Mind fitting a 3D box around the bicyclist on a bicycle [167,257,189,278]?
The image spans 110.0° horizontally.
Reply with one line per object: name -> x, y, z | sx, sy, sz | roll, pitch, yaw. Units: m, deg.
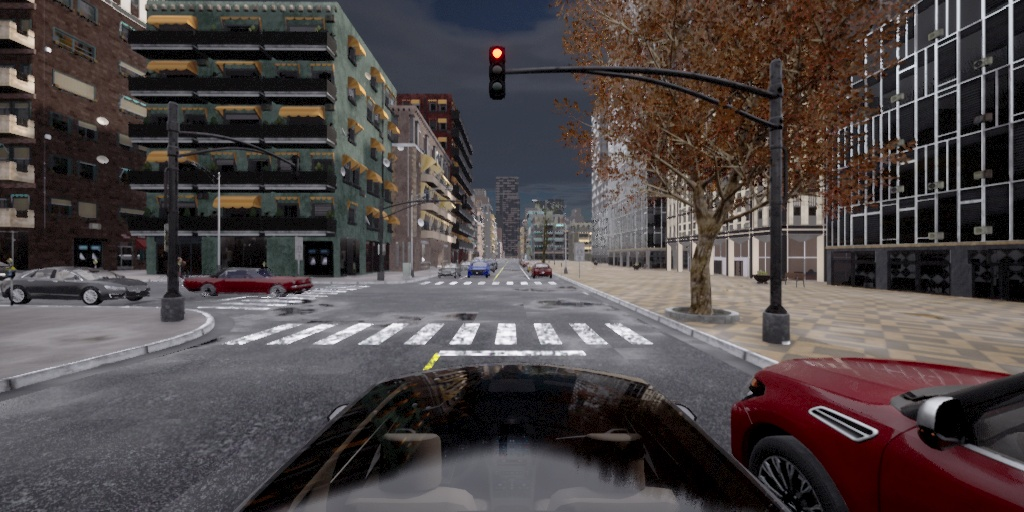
bicyclist on a bicycle -> -23.172, 0.754, 24.886 | 0.582, 1.620, 1.656 | 1, 0, -1

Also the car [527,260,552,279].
car -> 2.686, 1.297, 33.045 | 1.888, 1.381, 4.507 | 0, 0, 0

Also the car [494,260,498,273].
car -> -3.095, 1.323, 44.329 | 1.994, 1.385, 4.181 | 0, 0, 0

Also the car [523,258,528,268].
car -> 2.685, 1.284, 44.281 | 1.751, 1.417, 4.829 | 0, 0, 0

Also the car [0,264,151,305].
car -> -16.436, 1.088, 13.627 | 4.403, 1.370, 2.007 | 0, 0, -1

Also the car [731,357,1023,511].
car -> 2.692, 1.065, 0.658 | 2.192, 1.841, 5.009 | 0, 0, 0

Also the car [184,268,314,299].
car -> -11.908, 1.214, 16.534 | 4.718, 1.301, 1.895 | 1, 0, -4

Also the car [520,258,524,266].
car -> 2.682, 1.356, 60.708 | 1.802, 1.307, 4.207 | 0, 0, 0

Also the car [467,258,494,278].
car -> -3.097, 1.230, 34.332 | 1.882, 1.535, 5.008 | 0, 0, 0

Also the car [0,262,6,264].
car -> -33.191, 0.863, 21.835 | 4.403, 1.370, 2.007 | 0, 0, -1

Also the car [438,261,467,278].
car -> -5.694, 1.302, 33.044 | 2.007, 1.370, 4.403 | 0, 0, 0
